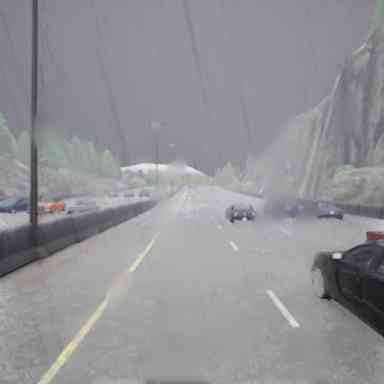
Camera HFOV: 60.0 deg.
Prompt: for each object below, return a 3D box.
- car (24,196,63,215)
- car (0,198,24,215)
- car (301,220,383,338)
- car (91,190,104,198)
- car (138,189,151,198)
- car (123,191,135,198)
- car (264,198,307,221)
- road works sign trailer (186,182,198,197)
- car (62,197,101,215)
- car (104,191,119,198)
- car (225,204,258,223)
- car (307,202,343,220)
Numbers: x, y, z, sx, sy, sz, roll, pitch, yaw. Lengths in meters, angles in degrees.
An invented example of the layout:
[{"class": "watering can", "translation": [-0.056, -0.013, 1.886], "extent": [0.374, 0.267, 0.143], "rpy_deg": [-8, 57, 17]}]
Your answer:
[{"class": "car", "translation": [-14.098, 1.230, 32.753], "extent": [2.097, 1.767, 4.553], "rpy_deg": [0, 1, 0]}, {"class": "car", "translation": [-17.598, 1.356, 32.608], "extent": [1.882, 1.535, 5.008], "rpy_deg": [0, 1, 0]}, {"class": "car", "translation": [3.576, 1.485, 5.394], "extent": [1.882, 1.535, 5.008], "rpy_deg": [0, 0, 0]}, {"class": "car", "translation": [-21.008, 0.423, 74.258], "extent": [2.097, 1.767, 4.553], "rpy_deg": [0, 1, 0]}, {"class": "car", "translation": [-10.508, 0.295, 74.196], "extent": [2.150, 2.045, 5.566], "rpy_deg": [0, 1, 0]}, {"class": "car", "translation": [-14.008, 0.547, 74.232], "extent": [1.882, 1.535, 5.008], "rpy_deg": [0, 1, 0]}, {"class": "car", "translation": [7.089, 1.285, 26.325], "extent": [2.097, 1.767, 4.553], "rpy_deg": [0, 0, 0]}, {"class": "road works sign trailer", "translation": [-0.019, -0.531, 80.341], "extent": [2.380, 3.560, 2.880], "rpy_deg": [0, 2, 0]}, {"class": "car", "translation": [-10.601, 1.480, 32.592], "extent": [1.895, 1.301, 4.718], "rpy_deg": [0, 1, 0]}, {"class": "car", "translation": [-17.508, 0.593, 74.233], "extent": [1.812, 1.442, 4.674], "rpy_deg": [0, 1, 0]}, {"class": "car", "translation": [3.590, 1.544, 24.889], "extent": [1.895, 1.301, 4.718], "rpy_deg": [0, 0, 0]}, {"class": "car", "translation": [10.591, 1.492, 27.165], "extent": [1.994, 1.385, 4.181], "rpy_deg": [0, 0, 0]}]
